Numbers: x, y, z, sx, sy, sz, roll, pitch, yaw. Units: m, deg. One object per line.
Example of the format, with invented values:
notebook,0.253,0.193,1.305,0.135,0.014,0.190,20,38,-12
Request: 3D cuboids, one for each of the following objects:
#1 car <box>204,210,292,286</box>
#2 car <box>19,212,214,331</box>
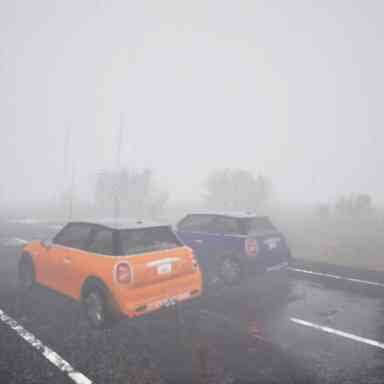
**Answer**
car,0.470,1.338,9.705,4.553,1.767,2.097,0,0,44
car,-1.988,1.342,7.212,4.553,1.767,2.097,0,0,44
